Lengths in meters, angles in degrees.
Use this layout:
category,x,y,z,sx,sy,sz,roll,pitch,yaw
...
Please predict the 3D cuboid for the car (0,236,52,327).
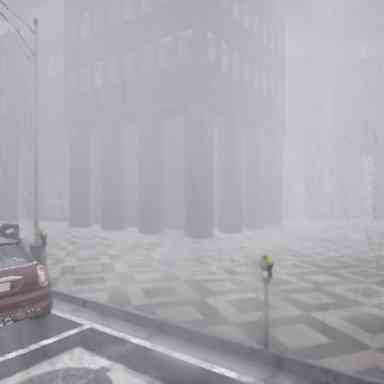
category,x,y,z,sx,sy,sz,roll,pitch,yaw
car,-4.469,1.497,6.169,4.097,1.590,1.967,-1,0,36
